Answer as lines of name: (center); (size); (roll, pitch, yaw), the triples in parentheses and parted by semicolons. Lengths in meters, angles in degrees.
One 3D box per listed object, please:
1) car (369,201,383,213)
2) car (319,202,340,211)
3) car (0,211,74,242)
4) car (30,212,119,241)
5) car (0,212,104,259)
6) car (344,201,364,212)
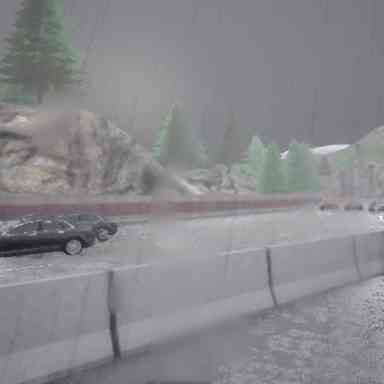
car: (23.695, 1.872, 42.038); (2.128, 1.511, 4.902); (-1, -1, 37)
car: (20.424, 2.112, 49.393); (1.895, 1.301, 4.718); (-1, -1, 36)
car: (-9.175, 1.911, 19.038); (4.181, 1.385, 1.994); (0, -1, -37)
car: (-6.184, 1.797, 16.900); (4.892, 1.490, 1.837); (0, -1, -37)
car: (-6.146, 1.737, 12.580); (4.892, 1.490, 1.837); (0, -1, -36)
car: (22.739, 2.000, 46.595); (2.033, 1.411, 5.357); (-1, -1, 36)
